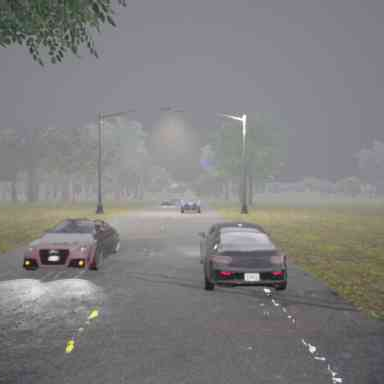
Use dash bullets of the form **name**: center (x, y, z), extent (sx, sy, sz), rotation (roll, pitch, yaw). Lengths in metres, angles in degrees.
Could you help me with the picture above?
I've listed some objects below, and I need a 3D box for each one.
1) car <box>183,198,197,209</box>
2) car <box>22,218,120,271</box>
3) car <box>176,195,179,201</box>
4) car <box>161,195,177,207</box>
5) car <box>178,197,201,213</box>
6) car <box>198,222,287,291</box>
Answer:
- **car**: center (-0.242, 1.603, 47.029), extent (1.994, 1.385, 4.181), rotation (0, 0, 1)
- **car**: center (-3.656, 1.561, 10.777), extent (1.994, 1.385, 4.181), rotation (0, 0, 0)
- **car**: center (-3.930, 1.482, 80.029), extent (2.097, 1.767, 4.553), rotation (0, 0, 0)
- **car**: center (-3.875, 1.615, 53.437), extent (1.994, 1.385, 4.181), rotation (0, 0, 0)
- **car**: center (-0.126, 1.374, 37.363), extent (2.097, 1.767, 4.553), rotation (0, 0, 0)
- **car**: center (1.178, 1.523, 8.901), extent (1.812, 1.442, 4.674), rotation (0, 0, 0)
